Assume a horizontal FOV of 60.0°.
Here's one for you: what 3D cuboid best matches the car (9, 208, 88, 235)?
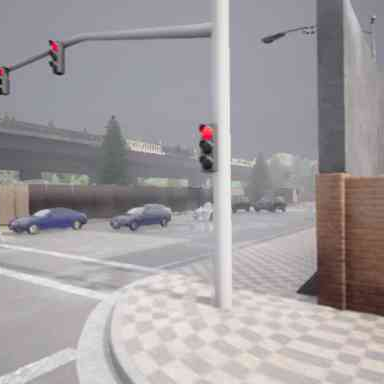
[{"bbox_3d":[-8.720,1.720,20.572,1.812,1.442,4.674,-1,-1,37],"label":"car"}]

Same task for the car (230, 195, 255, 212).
[{"bbox_3d":[5.024,1.410,39.670,2.150,2.045,5.566,-1,0,36],"label":"car"}]

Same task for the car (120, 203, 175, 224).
[{"bbox_3d":[-3.577,1.719,27.702,1.812,1.442,4.674,-1,-1,36],"label":"car"}]

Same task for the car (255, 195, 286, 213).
[{"bbox_3d":[9.417,1.369,39.786,2.150,2.045,5.566,-1,-1,36],"label":"car"}]

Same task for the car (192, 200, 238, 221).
[{"bbox_3d":[1.856,1.673,29.252,1.812,1.442,4.674,-1,-1,36],"label":"car"}]

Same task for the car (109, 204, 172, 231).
[{"bbox_3d":[-3.300,1.673,22.049,1.812,1.442,4.674,-1,-1,35],"label":"car"}]
